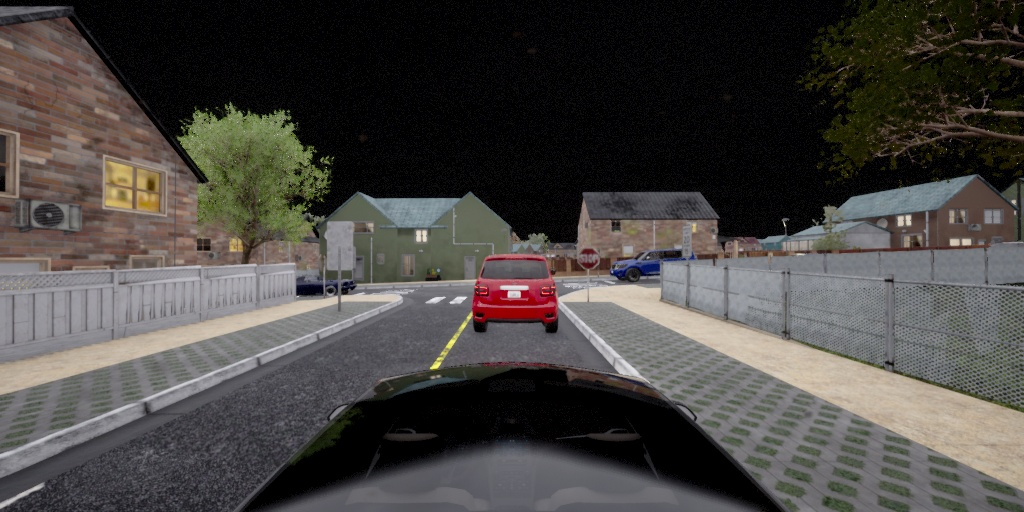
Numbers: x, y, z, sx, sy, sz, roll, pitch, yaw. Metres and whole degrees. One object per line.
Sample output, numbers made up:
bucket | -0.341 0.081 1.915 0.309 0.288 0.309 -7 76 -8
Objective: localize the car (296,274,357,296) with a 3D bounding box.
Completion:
car | -11.637 1.723 20.821 4.718 1.301 1.895 -2 0 0

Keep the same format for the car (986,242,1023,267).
car | 32.592 -0.111 23.524 4.553 1.767 2.097 -2 0 -1

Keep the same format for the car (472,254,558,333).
car | 0.167 0.973 10.888 2.150 2.045 5.566 0 0 2

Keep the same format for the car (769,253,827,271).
car | 19.089 0.540 23.587 4.674 1.442 1.812 -2 0 0

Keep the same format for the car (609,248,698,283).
car | 9.295 0.589 23.543 5.566 2.045 2.150 -2 0 -2
